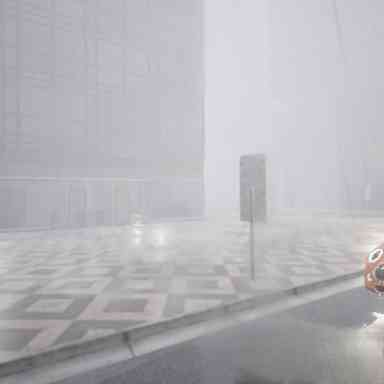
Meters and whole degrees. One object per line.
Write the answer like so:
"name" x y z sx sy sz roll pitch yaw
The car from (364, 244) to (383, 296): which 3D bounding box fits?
"car" 5.918 1.360 7.554 4.553 1.767 2.097 0 0 -35
